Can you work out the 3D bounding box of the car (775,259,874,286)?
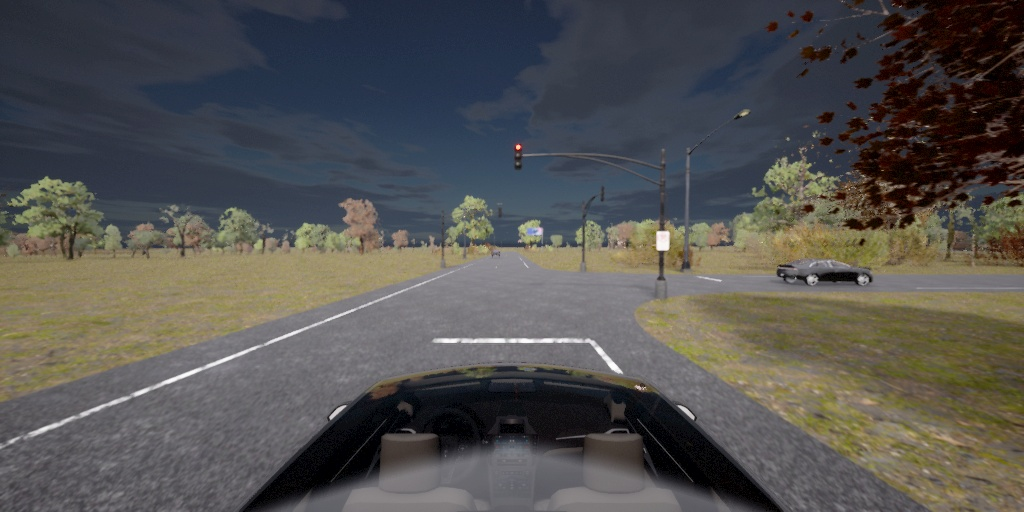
[{"bbox_3d":[18.335,0.923,21.107,4.902,1.511,2.128,0,2,0],"label":"car"}]
